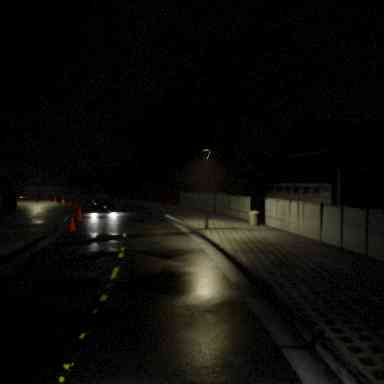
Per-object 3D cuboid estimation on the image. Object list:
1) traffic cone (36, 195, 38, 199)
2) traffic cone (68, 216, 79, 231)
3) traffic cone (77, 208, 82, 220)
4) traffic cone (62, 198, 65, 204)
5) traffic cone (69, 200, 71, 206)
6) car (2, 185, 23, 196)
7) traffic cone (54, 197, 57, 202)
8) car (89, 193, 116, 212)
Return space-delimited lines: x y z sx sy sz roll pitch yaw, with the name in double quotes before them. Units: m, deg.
"traffic cone" -23.515 0.759 50.374 0.340 0.580 0.340 -1 2 -42
"traffic cone" -5.869 1.573 16.303 0.340 0.580 0.340 0 1 -13
"traffic cone" -7.120 1.462 20.984 0.340 0.580 0.340 0 1 -17
"traffic cone" -14.931 1.041 38.668 0.340 0.580 0.340 -1 2 -31
"traffic cone" -12.571 1.141 34.437 0.340 0.580 0.340 -1 2 -27
"car" -33.322 -0.264 61.409 5.566 2.045 2.150 1 2 43
"traffic cone" -17.548 0.943 42.745 0.340 0.580 0.340 -1 2 -34
"car" -7.673 0.859 28.178 1.812 1.442 4.674 0 1 -22
